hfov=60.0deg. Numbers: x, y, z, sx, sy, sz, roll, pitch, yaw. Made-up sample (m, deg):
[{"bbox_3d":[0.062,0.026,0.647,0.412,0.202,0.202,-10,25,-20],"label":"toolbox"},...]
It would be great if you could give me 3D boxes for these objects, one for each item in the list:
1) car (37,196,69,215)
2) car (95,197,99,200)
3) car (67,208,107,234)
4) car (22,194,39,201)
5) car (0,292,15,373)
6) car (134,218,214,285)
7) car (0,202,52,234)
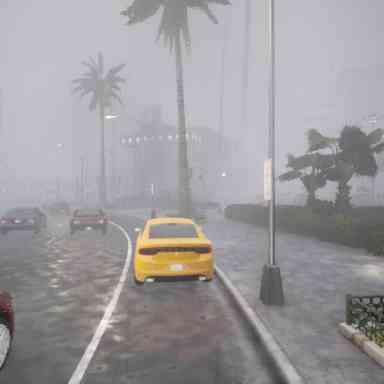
[{"bbox_3d":[-13.808,1.494,33.492,1.837,1.490,4.892,1,0,-37],"label":"car"},{"bbox_3d":[-26.407,1.553,85.596,4.718,1.301,1.895,0,0,24],"label":"car"},{"bbox_3d":[-6.036,1.596,19.404,1.895,1.301,4.718,0,0,-17],"label":"car"},{"bbox_3d":[-33.739,1.227,69.046,4.553,1.767,2.185,0,0,24],"label":"car"},{"bbox_3d":[-3.215,1.475,2.391,1.882,1.535,5.008,0,0,-2],"label":"car"},{"bbox_3d":[-0.643,1.477,9.657,1.882,1.535,5.008,0,0,-7],"label":"car"},{"bbox_3d":[-9.552,1.540,19.116,2.033,1.411,5.357,0,0,-19],"label":"car"}]
